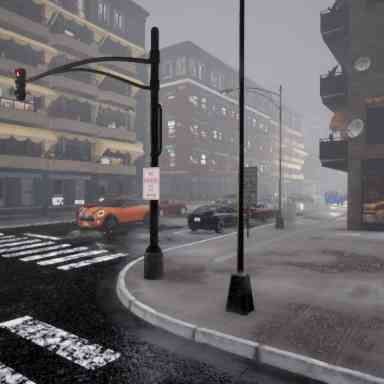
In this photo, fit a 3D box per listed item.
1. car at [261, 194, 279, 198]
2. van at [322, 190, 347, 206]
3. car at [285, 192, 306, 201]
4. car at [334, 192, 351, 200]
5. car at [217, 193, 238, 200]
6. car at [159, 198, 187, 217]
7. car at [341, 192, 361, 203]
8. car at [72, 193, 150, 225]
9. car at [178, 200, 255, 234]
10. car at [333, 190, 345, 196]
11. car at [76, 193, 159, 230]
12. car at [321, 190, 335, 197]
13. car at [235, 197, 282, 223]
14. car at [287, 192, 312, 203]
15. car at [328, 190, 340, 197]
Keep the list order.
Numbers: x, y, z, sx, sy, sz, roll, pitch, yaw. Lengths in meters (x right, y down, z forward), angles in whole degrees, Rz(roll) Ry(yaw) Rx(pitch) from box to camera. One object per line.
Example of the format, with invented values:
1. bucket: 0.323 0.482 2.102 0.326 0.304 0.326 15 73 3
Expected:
1. car: 10.638 0.881 45.560 1.947 1.339 4.313 2 2 35
2. van: 17.474 0.721 40.705 1.690 1.788 3.998 2 2 35
3. car: 17.044 0.720 54.675 1.947 1.339 4.313 2 2 35
4. car: 25.914 0.696 57.244 1.895 1.301 4.718 1 1 35
5. car: 3.689 0.915 31.181 2.097 1.767 4.553 1 1 35
6. car: -2.174 1.181 27.330 1.887 1.381 4.507 2 2 35
7. car: 23.878 0.764 49.824 1.887 1.381 4.507 2 2 35
8. car: -5.375 1.032 22.766 2.192 1.841 5.009 2 2 35
9. car: 1.456 1.348 17.922 1.947 1.339 4.313 2 2 35
10. car: 36.263 0.257 82.020 1.802 1.307 4.206 2 2 35
11. car: -4.405 1.118 19.669 2.097 1.767 4.553 1 1 35
12. car: 29.857 0.379 72.905 1.887 1.381 4.507 2 2 35
13. car: 4.659 1.284 22.480 1.802 1.307 4.206 2 2 35
14. car: 15.976 0.857 48.497 1.895 1.301 4.718 1 1 35
15. car: 33.060 0.337 77.463 1.802 1.307 4.206 2 2 35
